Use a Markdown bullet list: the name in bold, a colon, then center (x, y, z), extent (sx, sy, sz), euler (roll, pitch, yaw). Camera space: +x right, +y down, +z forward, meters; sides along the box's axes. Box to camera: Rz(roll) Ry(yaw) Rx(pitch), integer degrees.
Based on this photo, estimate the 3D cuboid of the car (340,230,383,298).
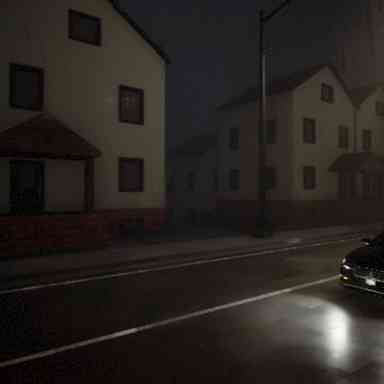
- **car**: center (5.444, 1.500, 7.845), extent (4.892, 1.490, 1.837), euler (0, 0, -35)
